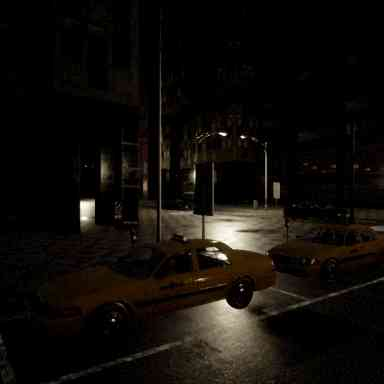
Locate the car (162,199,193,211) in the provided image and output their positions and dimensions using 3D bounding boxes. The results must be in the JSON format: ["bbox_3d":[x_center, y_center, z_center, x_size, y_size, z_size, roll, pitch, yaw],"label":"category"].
[{"bbox_3d":[-1.733,1.466,38.067,1.994,1.385,4.181,0,0,-36],"label":"car"}]

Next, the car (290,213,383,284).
[{"bbox_3d":[4.099,1.526,9.548,4.829,1.417,1.752,0,0,-35],"label":"car"}]

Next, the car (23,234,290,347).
[{"bbox_3d":[-0.468,1.526,6.305,4.829,1.417,1.752,0,0,-35],"label":"car"}]

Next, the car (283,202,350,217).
[{"bbox_3d":[8.767,1.447,23.519,2.128,1.511,4.902,0,0,-37],"label":"car"}]
